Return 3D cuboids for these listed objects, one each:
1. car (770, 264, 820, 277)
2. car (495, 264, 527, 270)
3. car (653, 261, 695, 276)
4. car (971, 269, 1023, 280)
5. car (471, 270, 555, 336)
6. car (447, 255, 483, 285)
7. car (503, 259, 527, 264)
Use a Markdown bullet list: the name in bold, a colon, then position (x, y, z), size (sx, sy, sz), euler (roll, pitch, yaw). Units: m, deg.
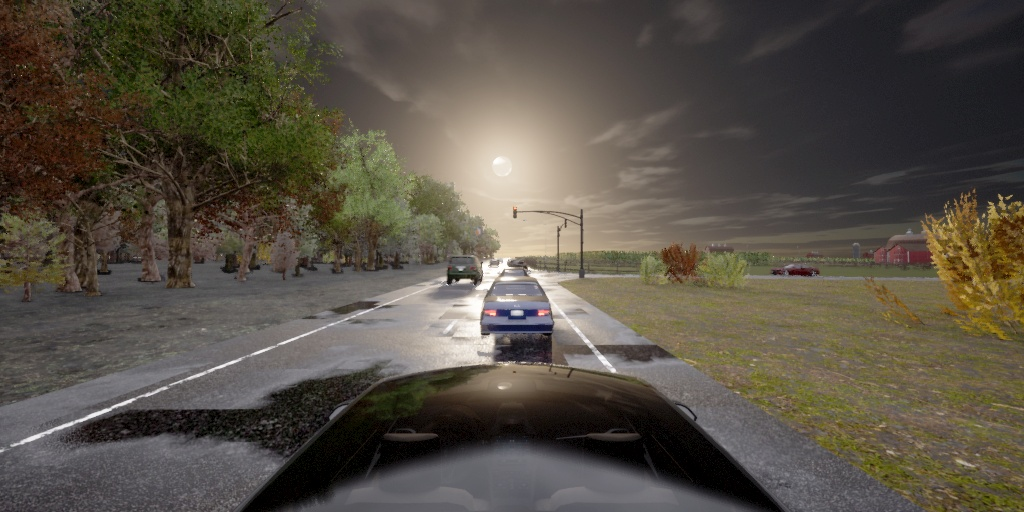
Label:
- **car**: position (32.794, 1.643, 41.689), size (5.008, 1.535, 1.882), euler (1, -1, 0)
- **car**: position (0.114, 1.318, 19.638), size (1.994, 1.385, 4.181), euler (0, 0, 0)
- **car**: position (18.730, 1.364, 41.767), size (4.553, 1.767, 2.097), euler (1, -1, 0)
- **car**: position (51.436, 1.910, 37.965), size (4.718, 1.301, 1.895), euler (1, -1, 1)
- **car**: position (0.105, 1.300, 10.396), size (2.033, 1.411, 5.357), euler (0, 0, 0)
- **car**: position (-3.387, 0.978, 26.465), size (2.150, 2.045, 5.566), euler (0, 0, 0)
- **car**: position (0.698, 1.258, 51.418), size (1.837, 1.490, 4.892), euler (-2, 1, -16)
